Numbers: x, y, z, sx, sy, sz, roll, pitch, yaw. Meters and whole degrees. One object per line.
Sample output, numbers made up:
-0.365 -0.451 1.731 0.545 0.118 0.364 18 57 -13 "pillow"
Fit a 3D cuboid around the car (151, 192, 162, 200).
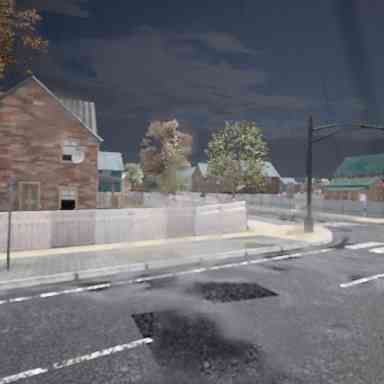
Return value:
-6.661 0.809 61.491 1.812 1.442 4.674 2 0 -21 "car"
